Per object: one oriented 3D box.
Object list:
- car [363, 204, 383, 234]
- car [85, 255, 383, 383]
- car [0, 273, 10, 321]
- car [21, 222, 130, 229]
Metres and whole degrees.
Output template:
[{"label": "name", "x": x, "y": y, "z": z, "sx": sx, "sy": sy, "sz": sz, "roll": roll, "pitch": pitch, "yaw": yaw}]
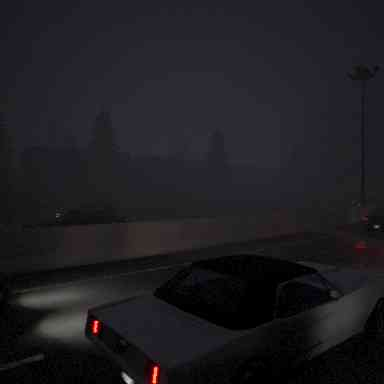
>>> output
[{"label": "car", "x": 10.979, "y": 1.547, "z": 18.339, "sx": 4.674, "sy": 1.442, "sz": 1.812, "roll": 0, "pitch": 0, "yaw": -44}, {"label": "car", "x": 1.092, "y": 1.605, "z": 4.768, "sx": 4.718, "sy": 1.301, "sz": 1.895, "roll": 0, "pitch": 0, "yaw": -38}, {"label": "car", "x": -5.133, "y": 1.525, "z": 4.516, "sx": 4.674, "sy": 1.442, "sz": 1.812, "roll": 0, "pitch": 0, "yaw": -35}, {"label": "car", "x": -5.922, "y": 1.556, "z": 17.293, "sx": 5.357, "sy": 1.411, "sz": 2.033, "roll": 0, "pitch": 0, "yaw": -39}]
